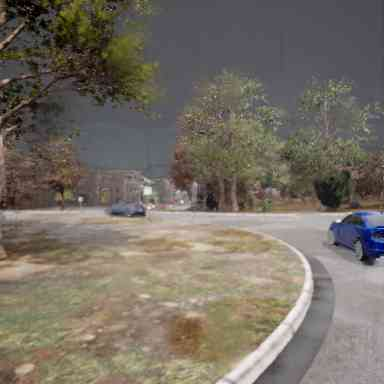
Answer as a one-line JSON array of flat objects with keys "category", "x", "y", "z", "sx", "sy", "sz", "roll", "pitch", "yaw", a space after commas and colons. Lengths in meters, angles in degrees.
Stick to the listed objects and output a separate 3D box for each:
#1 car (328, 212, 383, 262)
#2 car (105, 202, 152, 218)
[{"category": "car", "x": 6.431, "y": 1.437, "z": 11.905, "sx": 1.882, "sy": 1.535, "sz": 5.008, "roll": 0, "pitch": 0, "yaw": 7}, {"category": "car", "x": -6.260, "y": 1.603, "z": 31.233, "sx": 4.181, "sy": 1.385, "sz": 1.994, "roll": 0, "pitch": 0, "yaw": 35}]
